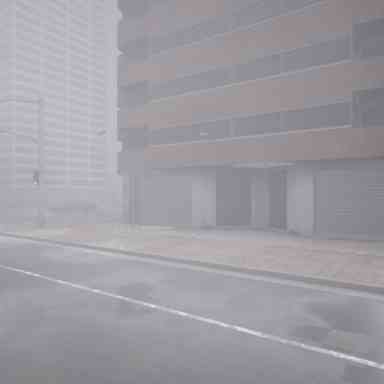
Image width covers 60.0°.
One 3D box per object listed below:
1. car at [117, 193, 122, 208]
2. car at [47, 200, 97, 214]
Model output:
[{"bbox_3d":[-7.314,1.352,44.640,2.097,1.767,4.553,0,0,35],"label":"car"},{"bbox_3d":[-13.011,1.547,36.519,2.033,1.411,5.357,0,0,35],"label":"car"}]
